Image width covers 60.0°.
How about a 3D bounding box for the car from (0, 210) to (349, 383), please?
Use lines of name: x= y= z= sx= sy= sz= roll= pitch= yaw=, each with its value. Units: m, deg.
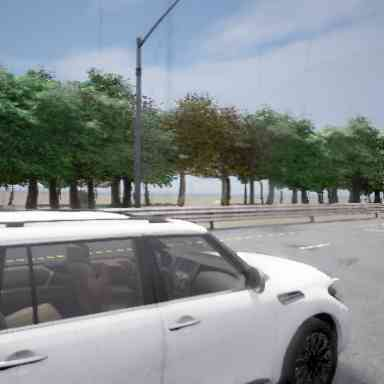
car: x=-0.742 y=1.212 z=3.336 sx=5.566 sy=2.045 sz=2.150 roll=0 pitch=0 yaw=-35
